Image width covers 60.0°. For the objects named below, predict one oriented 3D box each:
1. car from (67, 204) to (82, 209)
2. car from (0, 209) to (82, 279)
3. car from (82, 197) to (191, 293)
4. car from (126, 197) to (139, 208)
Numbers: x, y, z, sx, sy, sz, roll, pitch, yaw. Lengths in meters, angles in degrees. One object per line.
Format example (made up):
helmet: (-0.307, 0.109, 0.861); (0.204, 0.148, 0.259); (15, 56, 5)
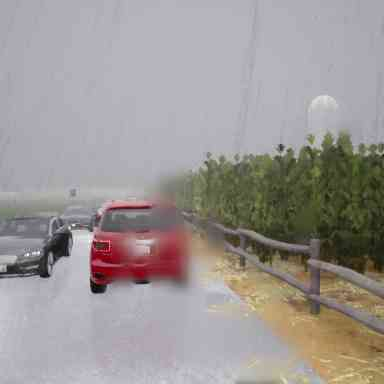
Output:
car: (-6.678, 1.505, 19.922); (1.837, 1.490, 4.892); (0, 0, -10)
car: (-4.868, 1.491, 10.037); (2.128, 1.511, 4.902); (0, 0, -10)
car: (-1.450, 1.221, 9.107); (2.150, 2.045, 5.566); (0, 0, -10)
car: (-8.938, 1.477, 49.839); (1.882, 1.535, 5.008); (0, 0, -10)
